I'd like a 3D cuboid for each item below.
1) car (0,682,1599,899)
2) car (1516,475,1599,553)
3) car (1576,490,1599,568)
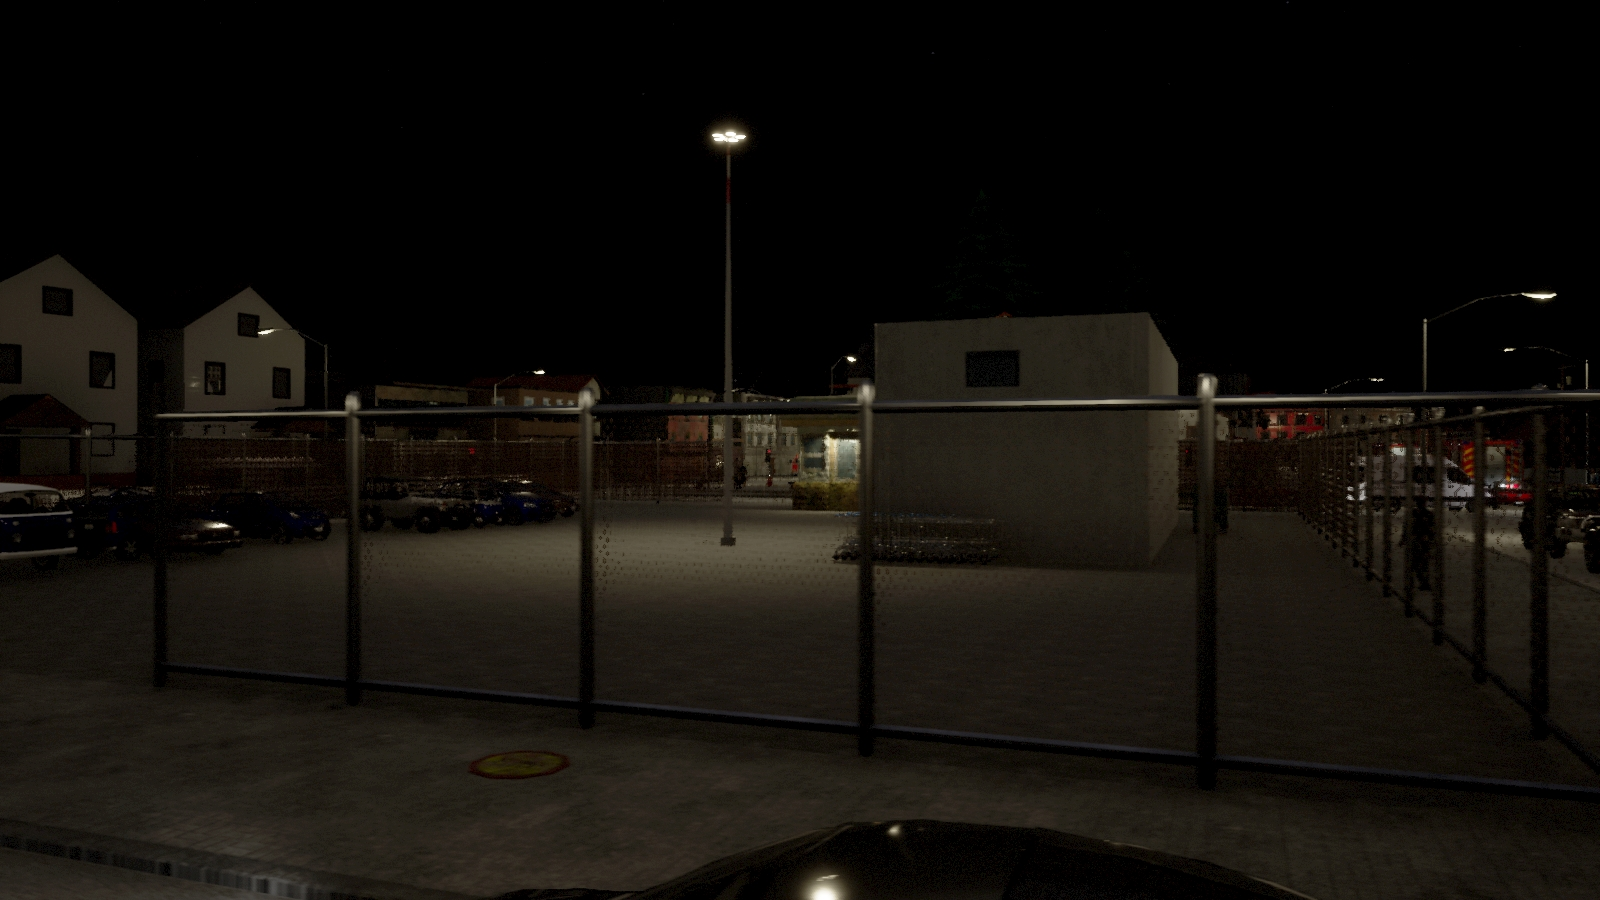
[{"bbox_3d":[0.174,1.844,3.614,4.792,1.488,2.163,0,0,19],"label":"car"},{"bbox_3d":[20.884,1.656,30.687,1.932,1.855,4.605,0,0,21],"label":"car"},{"bbox_3d":[18.492,1.782,24.334,2.152,1.651,5.027,0,0,21],"label":"car"}]
